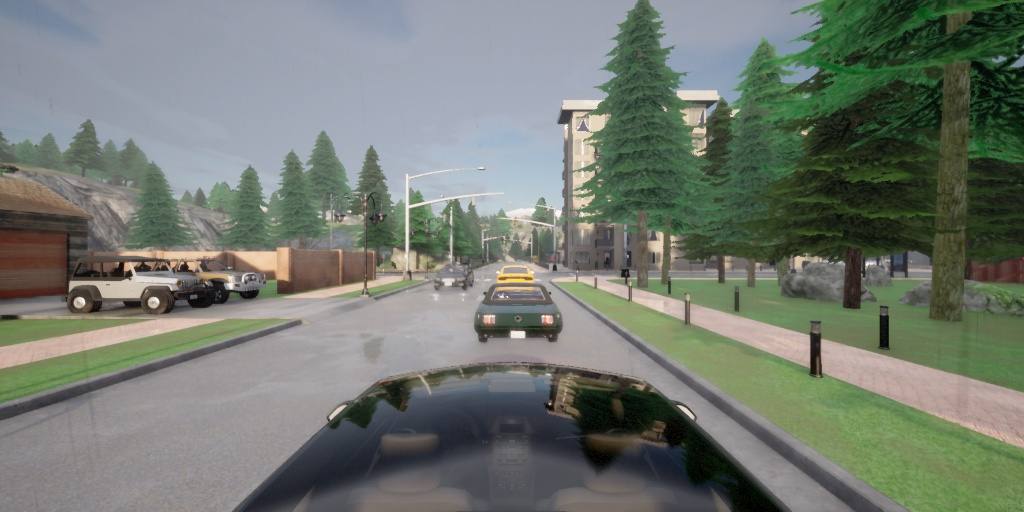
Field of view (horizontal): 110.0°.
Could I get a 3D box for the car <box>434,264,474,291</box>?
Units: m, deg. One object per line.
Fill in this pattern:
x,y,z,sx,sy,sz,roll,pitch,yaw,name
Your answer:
-3.416,1.245,21.740,2.128,1.511,4.902,0,0,0,car

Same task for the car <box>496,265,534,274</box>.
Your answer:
0.175,1.228,19.022,1.882,1.535,5.008,0,0,0,car

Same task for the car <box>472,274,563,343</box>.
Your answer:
0.146,1.351,9.683,1.895,1.301,4.718,0,0,0,car
